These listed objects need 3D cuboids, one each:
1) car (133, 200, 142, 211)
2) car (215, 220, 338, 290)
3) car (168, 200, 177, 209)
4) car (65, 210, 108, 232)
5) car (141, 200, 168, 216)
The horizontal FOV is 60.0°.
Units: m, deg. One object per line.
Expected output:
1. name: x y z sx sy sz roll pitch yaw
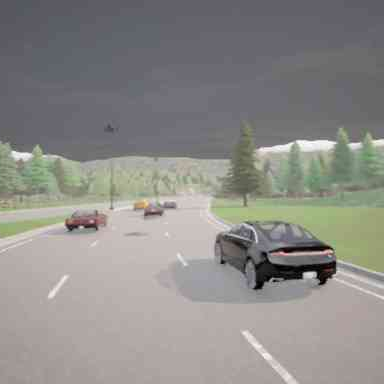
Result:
1. car: -7.169 1.886 48.369 1.882 1.535 5.008 -1 0 3
2. car: 1.993 1.535 9.299 2.128 1.511 4.902 -1 0 -11
3. car: -3.490 1.956 51.533 1.994 1.385 4.181 -1 0 4
4. car: -6.810 1.825 22.059 1.895 1.301 4.718 -1 0 -5
5. car: -4.035 1.856 36.175 1.994 1.385 4.181 -1 0 -1
